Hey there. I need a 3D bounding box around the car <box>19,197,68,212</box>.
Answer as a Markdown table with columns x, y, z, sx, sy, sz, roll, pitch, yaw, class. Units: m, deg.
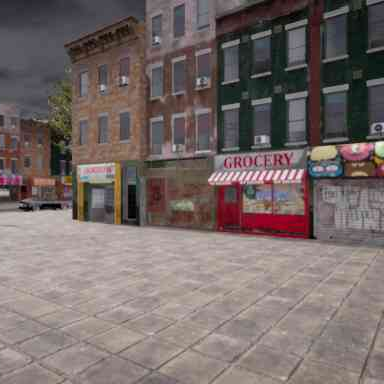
| x | y | z | sx | sy | sz | roll | pitch | yaw | class |
| --- | --- | --- | --- | --- | --- | --- | --- | --- | --- |
| -13.461 | 1.092 | 30.303 | 1.947 | 1.339 | 4.313 | 1 | 1 | 35 | car |
